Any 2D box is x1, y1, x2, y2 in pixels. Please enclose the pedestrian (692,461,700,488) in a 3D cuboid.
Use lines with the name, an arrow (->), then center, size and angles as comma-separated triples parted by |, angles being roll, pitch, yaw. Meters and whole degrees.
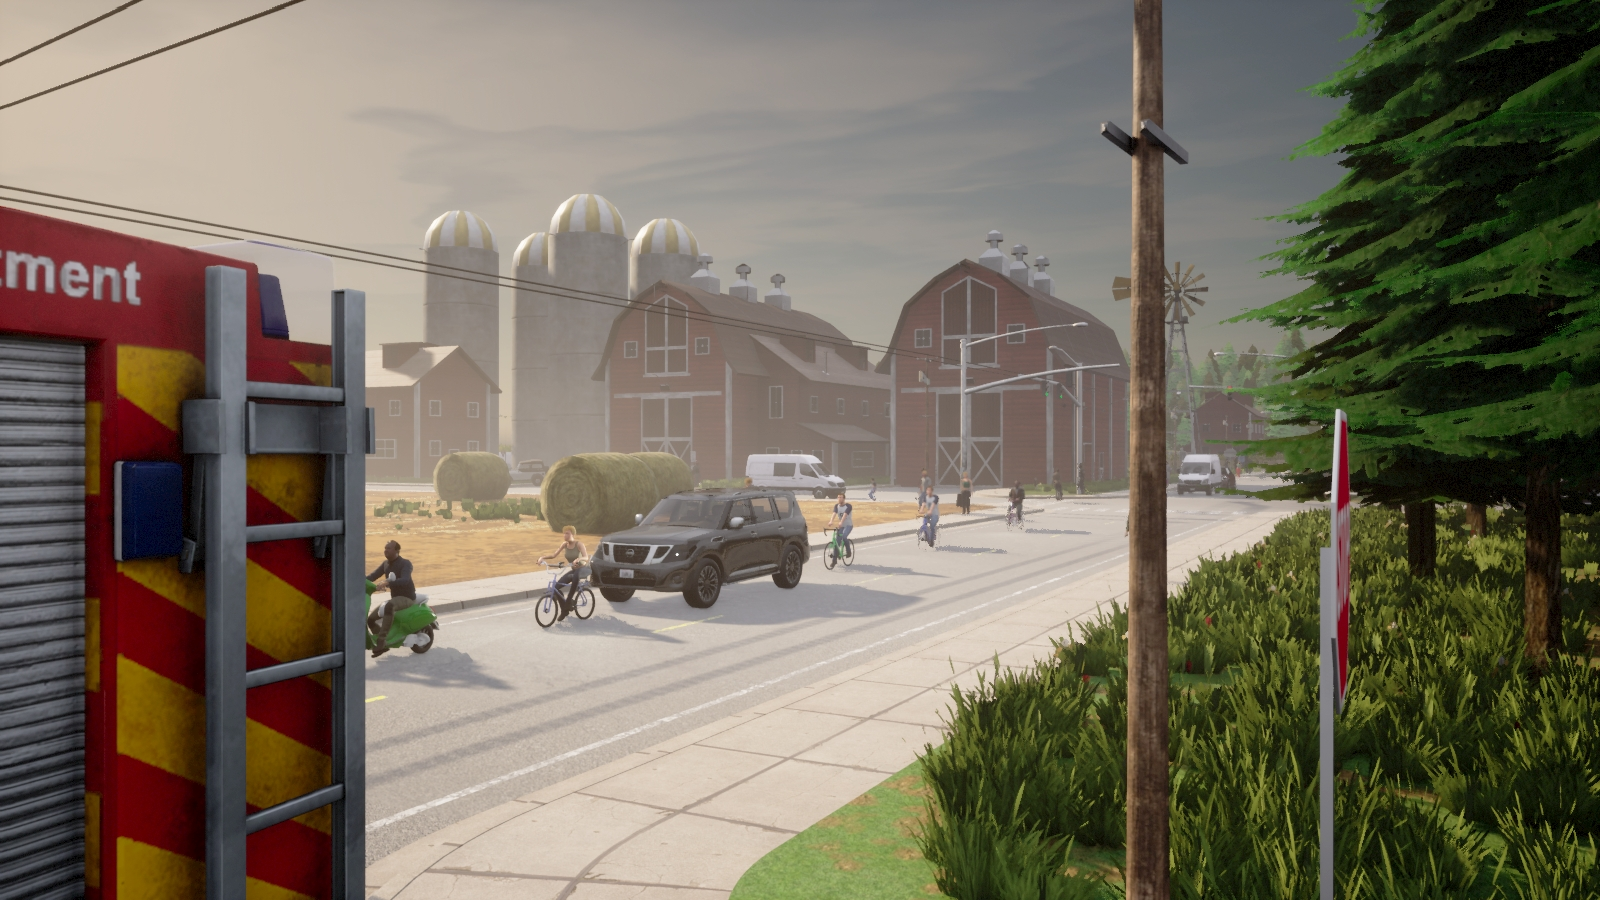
pedestrian -> -7.114, 1.669, 78.071 | 0.375, 1.860, 0.375 | 0, 0, 31

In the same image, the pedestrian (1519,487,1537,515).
pedestrian -> 29.122, 2.050, 45.720 | 0.500, 1.100, 0.500 | 0, 0, 44

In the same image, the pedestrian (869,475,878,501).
pedestrian -> 3.816, 1.951, 59.035 | 0.375, 1.300, 0.375 | 0, 0, 19

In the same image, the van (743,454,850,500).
van -> -0.213, 1.504, 65.703 | 5.915, 2.561, 1.988 | 0, 0, 27

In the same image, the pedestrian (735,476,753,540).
pedestrian -> -1.659, 1.691, 33.708 | 0.375, 1.860, 0.375 | 0, 0, 43

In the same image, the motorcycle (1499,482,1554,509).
motorcycle -> 34.972, 2.178, 55.029 | 2.209, 1.251, 0.867 | 0, 0, 33

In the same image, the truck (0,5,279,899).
truck -> -6.064, 0.867, 3.673 | 8.468, 3.827, 2.891 | 0, 0, 21

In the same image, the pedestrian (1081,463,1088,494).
pedestrian -> 16.850, 1.685, 67.703 | 0.375, 1.860, 0.375 | 0, 0, 4

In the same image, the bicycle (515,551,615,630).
bicycle -> -3.813, 2.256, 18.635 | 0.859, 1.080, 1.487 | 0, 0, 28

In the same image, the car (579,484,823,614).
car -> -1.736, 1.779, 22.479 | 2.150, 2.045, 5.566 | 0, 0, 27

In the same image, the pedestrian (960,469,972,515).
pedestrian -> 6.797, 1.695, 46.723 | 0.375, 1.860, 0.375 | 0, 0, 25

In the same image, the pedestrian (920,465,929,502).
pedestrian -> 6.287, 1.670, 57.783 | 0.375, 1.860, 0.375 | 0, 0, 26

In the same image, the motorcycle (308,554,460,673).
motorcycle -> -5.554, 2.142, 15.367 | 0.856, 1.316, 1.805 | 0, 0, 28

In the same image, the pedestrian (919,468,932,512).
pedestrian -> 5.304, 1.679, 48.161 | 0.375, 1.860, 0.375 | 0, 0, -39

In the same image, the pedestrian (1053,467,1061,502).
pedestrian -> 13.671, 1.824, 60.777 | 0.375, 1.860, 0.375 | 0, 0, 29

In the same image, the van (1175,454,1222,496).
van -> 25.725, 1.534, 73.540 | 1.988, 2.561, 5.915 | 0, 0, 28
